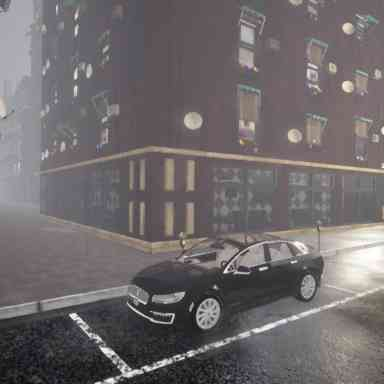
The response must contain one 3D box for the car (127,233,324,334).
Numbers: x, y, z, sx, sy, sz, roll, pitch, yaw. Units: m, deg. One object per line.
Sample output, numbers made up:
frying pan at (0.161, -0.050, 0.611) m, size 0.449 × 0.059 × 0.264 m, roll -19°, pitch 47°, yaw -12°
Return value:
car at (0.871, 1.552, 6.669) m, size 4.403 × 1.369 × 2.008 m, roll 0°, pitch 1°, yaw -35°
